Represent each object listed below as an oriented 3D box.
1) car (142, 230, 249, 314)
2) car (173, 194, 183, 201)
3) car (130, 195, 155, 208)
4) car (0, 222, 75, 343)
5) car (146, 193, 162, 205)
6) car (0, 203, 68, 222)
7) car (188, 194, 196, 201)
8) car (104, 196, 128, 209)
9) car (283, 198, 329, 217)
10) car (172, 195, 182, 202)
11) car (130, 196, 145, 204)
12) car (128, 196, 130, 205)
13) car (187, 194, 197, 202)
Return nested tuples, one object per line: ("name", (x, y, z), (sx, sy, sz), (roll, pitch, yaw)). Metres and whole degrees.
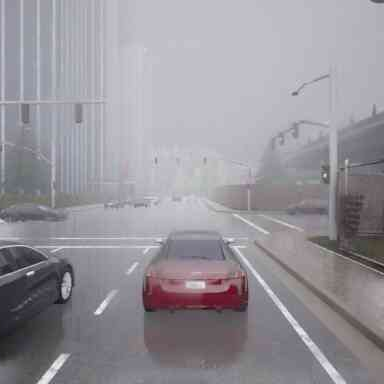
("car", (0.070, 1.564, 7.708), (1.994, 1.385, 4.181), (0, 0, 0))
("car", (-3.521, 1.386, 84.722), (2.128, 1.511, 4.902), (0, 0, 0))
("car", (-7.100, 1.547, 48.008), (2.033, 1.411, 5.357), (0, 0, 0))
("car", (-3.443, 1.505, 5.251), (1.837, 1.490, 4.892), (0, 0, 0))
("car", (-7.089, 1.221, 58.197), (2.150, 2.045, 5.566), (0, 0, 1))
("car", (-11.594, 1.554, 24.581), (4.674, 1.442, 1.812), (0, 0, 0))
("car", (-0.021, 1.361, 84.723), (1.837, 1.490, 4.892), (0, 0, 0))
("car", (-10.603, 1.492, 45.382), (2.128, 1.511, 4.902), (0, 0, 0))
("car", (11.140, 1.407, 31.833), (4.553, 1.767, 2.097), (0, 0, 0))
("car", (-3.518, 1.495, 74.298), (1.837, 1.490, 4.892), (0, 0, 0))
("car", (-10.548, 1.547, 64.942), (2.033, 1.411, 5.357), (0, 0, 1))
("car", (-10.597, 1.505, 54.626), (1.837, 1.490, 4.892), (0, 0, 0))
("car", (-0.018, 1.519, 74.614), (1.812, 1.442, 4.674), (0, 0, 0))
